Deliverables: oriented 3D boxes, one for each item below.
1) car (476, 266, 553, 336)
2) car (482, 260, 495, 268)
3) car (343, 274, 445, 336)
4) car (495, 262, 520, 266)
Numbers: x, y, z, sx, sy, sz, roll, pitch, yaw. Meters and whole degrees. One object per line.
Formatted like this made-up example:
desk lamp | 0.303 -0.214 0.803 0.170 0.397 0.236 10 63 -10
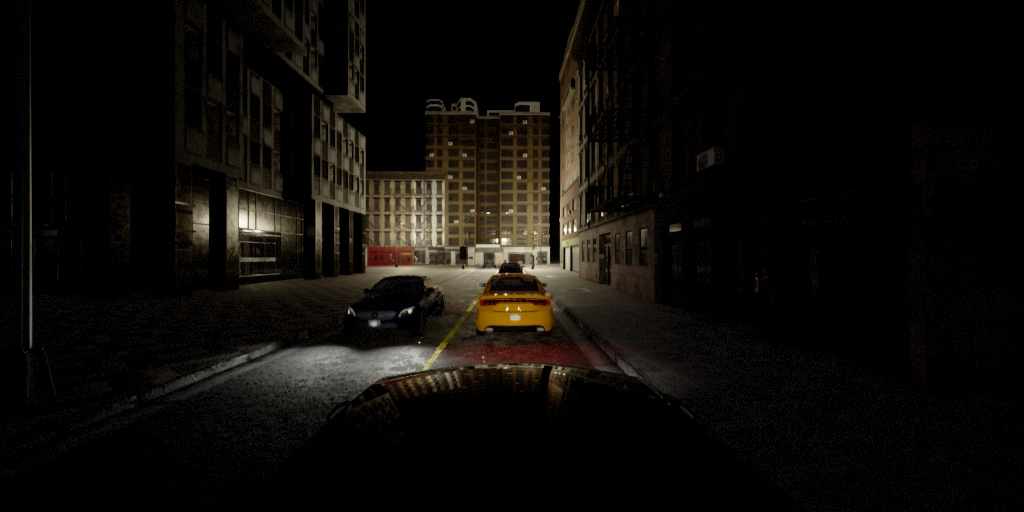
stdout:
car | 0.041 1.226 10.478 1.882 1.535 5.008 0 0 -1
car | -3.396 1.293 54.690 1.994 1.385 4.181 0 0 0
car | -3.162 1.274 10.518 1.812 1.442 4.674 0 0 0
car | -0.096 1.213 28.315 1.882 1.535 5.008 0 0 0
